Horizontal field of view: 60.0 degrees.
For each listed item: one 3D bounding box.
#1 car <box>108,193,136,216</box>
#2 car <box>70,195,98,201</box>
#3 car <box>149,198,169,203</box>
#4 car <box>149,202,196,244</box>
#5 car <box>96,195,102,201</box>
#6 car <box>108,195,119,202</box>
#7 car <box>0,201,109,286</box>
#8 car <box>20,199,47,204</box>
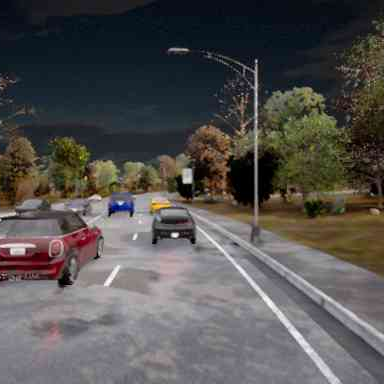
[{"bbox_3d":[-6.327,1.061,30.112,2.150,2.045,5.566,0,0,-9],"label":"car"},{"bbox_3d":[-9.906,1.338,29.093,2.128,1.511,4.902,0,0,-9],"label":"car"},{"bbox_3d":[-3.226,1.302,32.888,1.882,1.535,5.008,0,0,-9],"label":"car"},{"bbox_3d":[-0.909,1.422,15.464,1.837,1.490,4.892,0,0,-6],"label":"car"},{"bbox_3d":[-19.930,1.270,69.155,1.812,1.442,4.674,0,0,-9],"label":"car"},{"bbox_3d":[-16.462,1.297,69.624,1.994,1.385,4.181,0,0,-9],"label":"car"},{"bbox_3d":[-3.917,1.304,9.340,2.097,1.767,4.553,0,0,-4],"label":"car"},{"bbox_3d":[-13.310,1.329,28.200,1.882,1.535,5.008,0,0,-9],"label":"car"}]
